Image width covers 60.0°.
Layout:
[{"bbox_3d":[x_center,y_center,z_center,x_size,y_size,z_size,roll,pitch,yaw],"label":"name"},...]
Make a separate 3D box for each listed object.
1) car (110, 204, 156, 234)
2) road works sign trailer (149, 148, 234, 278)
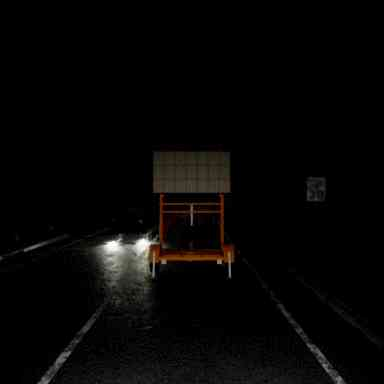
[{"bbox_3d":[-3.313,1.483,19.407,1.882,1.535,5.008,0,0,2],"label":"car"},{"bbox_3d":[-0.010,0.467,10.088,2.380,3.560,2.880,0,0,0],"label":"road works sign trailer"}]
